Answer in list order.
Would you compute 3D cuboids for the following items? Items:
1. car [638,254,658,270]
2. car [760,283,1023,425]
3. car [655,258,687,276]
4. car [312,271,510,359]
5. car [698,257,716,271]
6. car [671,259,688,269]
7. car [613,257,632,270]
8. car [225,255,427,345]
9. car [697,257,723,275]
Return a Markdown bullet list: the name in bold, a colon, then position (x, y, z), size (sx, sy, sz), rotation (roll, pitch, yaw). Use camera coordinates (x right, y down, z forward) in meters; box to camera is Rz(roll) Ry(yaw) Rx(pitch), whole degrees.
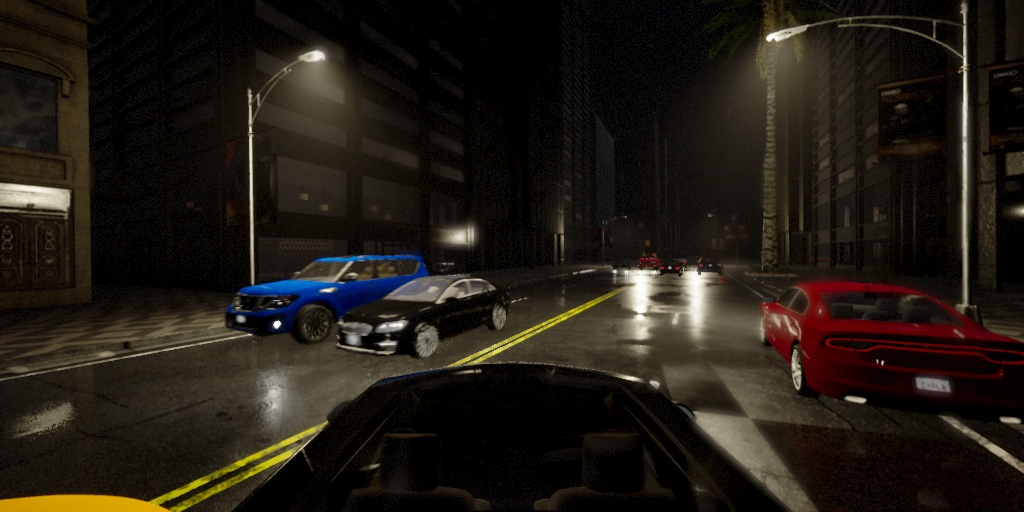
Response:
- **car**: position (17.893, 0.756, 46.877), size (2.150, 2.045, 5.566), rotation (0, 0, 27)
- **car**: position (5.513, 1.177, 5.928), size (1.882, 1.535, 5.008), rotation (0, 0, 27)
- **car**: position (15.234, 1.121, 34.181), size (2.033, 1.411, 5.357), rotation (0, 0, 27)
- **car**: position (-1.769, 1.247, 8.687), size (2.128, 1.511, 4.902), rotation (0, 0, 27)
- **car**: position (23.720, 0.969, 43.725), size (1.882, 1.535, 5.008), rotation (0, 0, 28)
- **car**: position (23.543, 1.087, 50.321), size (1.895, 1.301, 4.718), rotation (0, 0, 27)
- **car**: position (14.769, 1.085, 47.887), size (1.812, 1.442, 4.674), rotation (0, 0, 27)
- **car**: position (-4.627, 0.998, 10.238), size (2.150, 2.045, 5.566), rotation (0, 0, 27)
- **car**: position (19.211, 0.892, 34.847), size (2.097, 1.767, 4.553), rotation (0, 0, 27)
